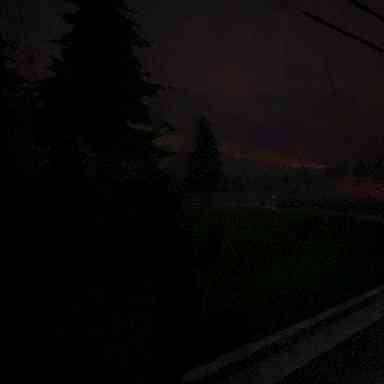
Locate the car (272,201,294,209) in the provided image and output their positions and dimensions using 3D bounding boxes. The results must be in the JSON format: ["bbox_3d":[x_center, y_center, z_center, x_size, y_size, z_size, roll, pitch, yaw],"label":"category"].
[{"bbox_3d":[17.714,2.514,63.341,2.128,1.511,4.902,0,-1,-6],"label":"car"}]

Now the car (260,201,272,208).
[{"bbox_3d":[16.470,2.672,73.603,1.812,1.442,4.674,0,-1,-6],"label":"car"}]
